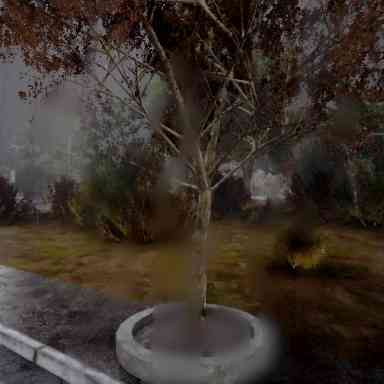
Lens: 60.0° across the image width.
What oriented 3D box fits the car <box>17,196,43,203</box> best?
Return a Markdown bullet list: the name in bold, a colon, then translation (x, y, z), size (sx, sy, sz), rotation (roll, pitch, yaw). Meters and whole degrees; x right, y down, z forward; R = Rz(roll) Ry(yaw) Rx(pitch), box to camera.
- **car**: translation (-22.035, 1.217, 44.858), size (2.033, 1.411, 5.357), rotation (1, 0, 32)
